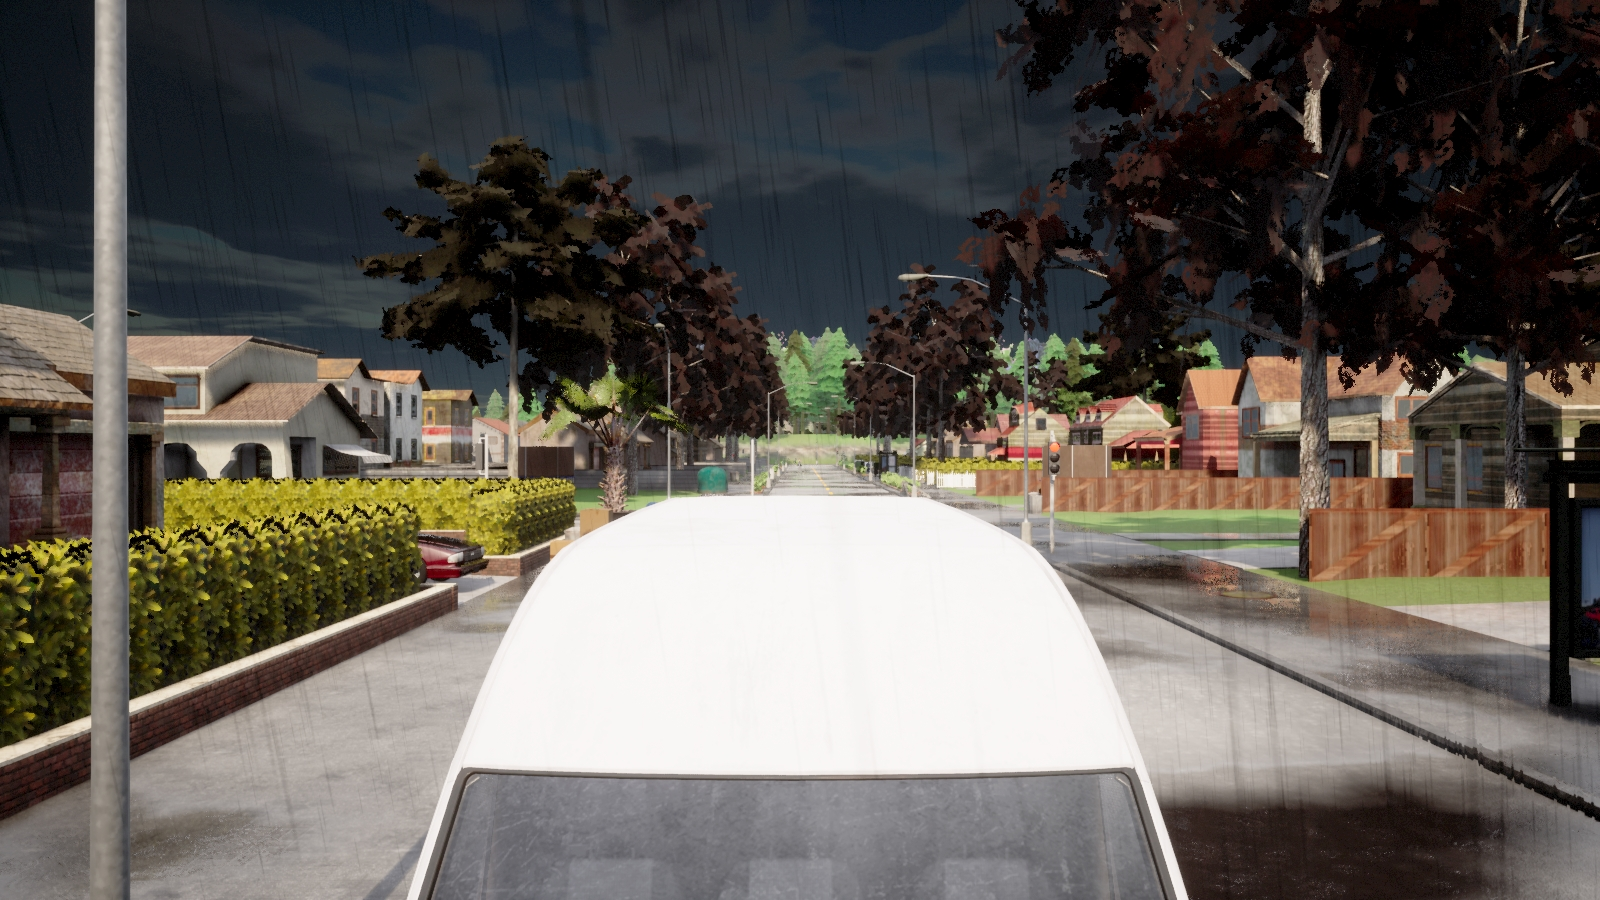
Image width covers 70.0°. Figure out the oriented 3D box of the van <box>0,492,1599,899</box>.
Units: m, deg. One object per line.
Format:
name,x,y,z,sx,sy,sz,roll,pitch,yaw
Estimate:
van,0.002,1.537,4.030,1.988,2.561,5.915,0,0,0
